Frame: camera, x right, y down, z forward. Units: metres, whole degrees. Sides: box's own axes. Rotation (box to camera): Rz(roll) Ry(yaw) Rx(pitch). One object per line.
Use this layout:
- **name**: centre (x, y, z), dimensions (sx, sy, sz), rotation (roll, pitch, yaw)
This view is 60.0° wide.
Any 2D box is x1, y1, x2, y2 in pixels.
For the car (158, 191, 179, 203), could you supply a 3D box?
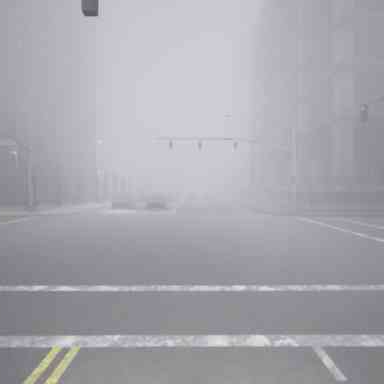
- **car**: centre (-3.568, 0.873, 50.818), dimensions (2.033, 1.411, 5.357), rotation (0, 1, 0)

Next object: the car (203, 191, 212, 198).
- **car**: centre (3.509, 0.517, 74.764), dimensions (1.812, 1.442, 4.674), rotation (0, 1, 0)

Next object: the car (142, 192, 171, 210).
- **car**: centre (-3.590, 1.021, 34.358), dimensions (1.882, 1.535, 5.008), rotation (0, 1, 0)

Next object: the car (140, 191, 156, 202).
- **car**: centre (-7.071, 0.841, 50.163), dimensions (1.837, 1.490, 4.892), rotation (0, 0, 0)

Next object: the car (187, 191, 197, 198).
- **car**: centre (0.009, 0.518, 74.764), dimensions (2.128, 1.511, 4.902), rotation (0, 1, 0)

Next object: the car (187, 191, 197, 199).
- **car**: centre (0.008, 0.625, 65.378), dimensions (2.128, 1.511, 4.902), rotation (0, 1, 0)

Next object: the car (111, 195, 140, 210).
- **car**: centre (-7.091, 1.101, 34.809), dimensions (1.994, 1.385, 4.181), rotation (0, 1, 0)

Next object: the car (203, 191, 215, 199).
- **car**: centre (3.508, 0.621, 65.689), dimensions (2.128, 1.511, 4.902), rotation (0, 1, 0)
